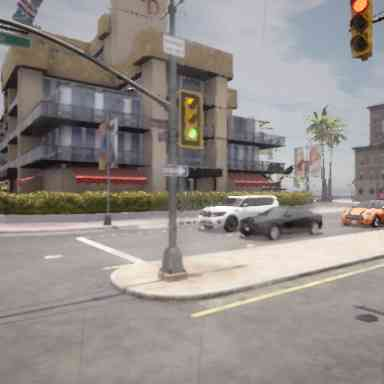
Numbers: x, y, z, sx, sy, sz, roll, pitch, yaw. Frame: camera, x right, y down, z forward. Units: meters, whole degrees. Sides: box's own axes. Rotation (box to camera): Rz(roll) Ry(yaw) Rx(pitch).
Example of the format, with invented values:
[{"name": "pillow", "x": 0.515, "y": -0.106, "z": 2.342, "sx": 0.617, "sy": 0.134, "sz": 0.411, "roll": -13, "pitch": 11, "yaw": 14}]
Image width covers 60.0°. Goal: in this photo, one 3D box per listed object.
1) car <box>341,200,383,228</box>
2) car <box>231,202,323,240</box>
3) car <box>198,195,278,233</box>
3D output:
[{"name": "car", "x": 12.071, "y": 1.340, "z": 22.344, "sx": 4.553, "sy": 1.767, "sz": 2.097, "roll": 0, "pitch": 0, "yaw": -35}, {"name": "car", "x": 4.636, "y": 1.471, "z": 17.034, "sx": 5.008, "sy": 1.535, "sz": 1.882, "roll": 0, "pitch": 0, "yaw": -35}, {"name": "car", "x": 3.037, "y": 1.215, "z": 20.180, "sx": 5.566, "sy": 2.045, "sz": 2.150, "roll": 0, "pitch": 0, "yaw": -35}]
